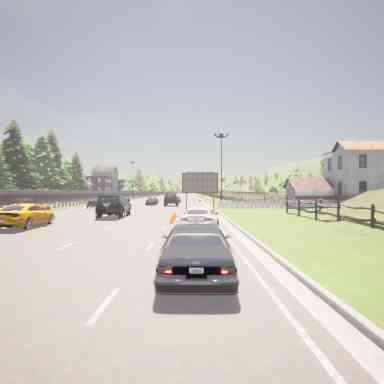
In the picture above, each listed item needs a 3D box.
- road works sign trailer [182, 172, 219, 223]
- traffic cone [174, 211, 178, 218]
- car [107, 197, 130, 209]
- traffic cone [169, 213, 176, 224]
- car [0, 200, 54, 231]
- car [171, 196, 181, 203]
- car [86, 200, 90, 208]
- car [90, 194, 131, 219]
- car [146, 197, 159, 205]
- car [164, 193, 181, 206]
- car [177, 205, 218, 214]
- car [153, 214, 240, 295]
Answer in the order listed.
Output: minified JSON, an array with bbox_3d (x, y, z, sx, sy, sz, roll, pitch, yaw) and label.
[{"bbox_3d":[0.524,0.464,22.086,2.380,3.560,2.880,0,0,-3],"label":"road works sign trailer"},{"bbox_3d":[-1.448,1.955,25.209,0.340,0.580,0.340,0,0,0],"label":"traffic cone"},{"bbox_3d":[-10.326,1.492,46.844,2.128,1.511,4.902,0,0,0],"label":"car"},{"bbox_3d":[-1.451,1.955,23.209,0.340,0.580,0.340,0,0,0],"label":"traffic cone"},{"bbox_3d":[-10.367,1.478,20.741,1.882,1.535,5.008,0,0,0],"label":"car"},{"bbox_3d":[-3.292,1.564,68.605,1.994,1.385,4.181,0,0,0],"label":"car"},{"bbox_3d":[-13.828,1.525,48.228,1.812,1.442,4.674,0,0,0],"label":"car"},{"bbox_3d":[-6.854,1.223,29.355,2.150,2.045,5.566,0,0,0],"label":"car"},{"bbox_3d":[-6.810,1.564,57.408,1.994,1.385,4.181,0,0,0],"label":"car"},{"bbox_3d":[-3.316,1.221,53.390,2.150,2.045,5.566,0,0,0],"label":"car"},{"bbox_3d":[0.452,1.541,18.473,1.812,1.442,4.674,-1,-1,7],"label":"car"},{"bbox_3d":[0.112,1.547,8.852,2.033,1.411,5.357,0,0,1],"label":"car"}]
